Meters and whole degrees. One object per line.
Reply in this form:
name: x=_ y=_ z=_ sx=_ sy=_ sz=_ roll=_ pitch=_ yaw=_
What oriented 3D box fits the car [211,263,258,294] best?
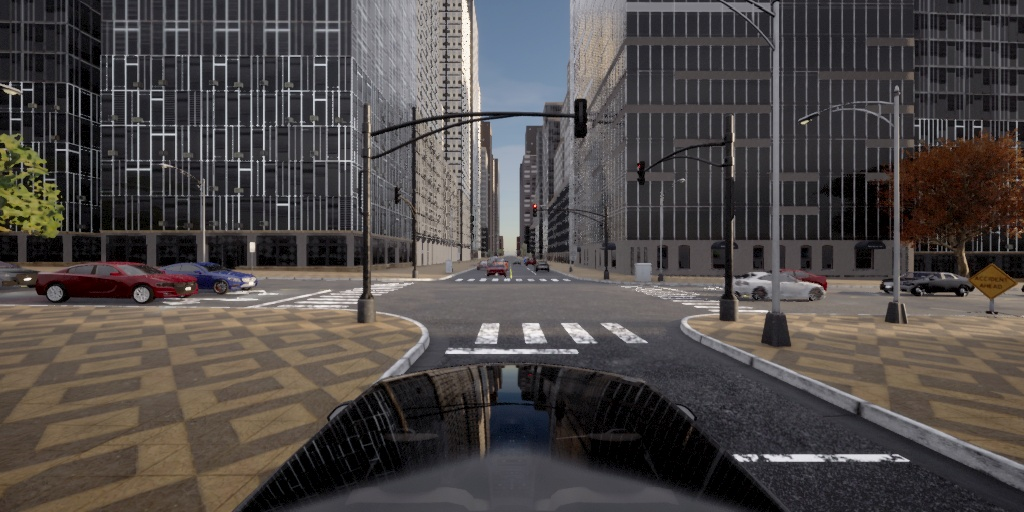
car: x=-14.977 y=1.026 z=17.352 sx=4.674 sy=1.442 sz=1.812 roll=1 pitch=0 yaw=-1

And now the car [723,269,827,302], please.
car: x=13.549 y=1.546 z=18.677 sx=4.674 sy=1.442 sz=1.812 roll=1 pitch=0 yaw=-1

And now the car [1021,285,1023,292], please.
car: x=36.279 y=1.932 z=23.269 sx=4.892 sy=1.490 sz=1.837 roll=1 pitch=0 yaw=-3

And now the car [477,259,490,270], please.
car: x=-4.119 y=1.343 z=52.154 sx=1.802 sy=1.307 sz=4.207 roll=0 pitch=0 yaw=0

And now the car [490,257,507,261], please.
car: x=-1.636 y=1.113 z=50.491 sx=2.097 sy=1.767 sz=4.553 roll=0 pitch=0 yaw=0

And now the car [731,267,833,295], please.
car: x=16.718 y=1.554 z=22.334 sx=5.008 sy=1.535 sz=1.882 roll=1 pitch=0 yaw=-3

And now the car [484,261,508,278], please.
car: x=-1.454 y=1.369 z=34.343 sx=1.895 sy=1.301 sz=4.718 roll=0 pitch=0 yaw=-2

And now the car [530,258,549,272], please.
car: x=3.844 y=1.329 z=46.676 sx=1.948 sy=1.339 sz=4.313 roll=0 pitch=0 yaw=0

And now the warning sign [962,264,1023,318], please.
warning sign: x=17.257 y=1.204 z=12.900 sx=1.060 sy=1.860 sz=1.300 roll=0 pitch=0 yaw=-3

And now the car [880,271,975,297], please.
car: x=26.288 y=1.739 z=22.796 sx=4.902 sy=1.511 sz=2.128 roll=1 pitch=0 yaw=-3

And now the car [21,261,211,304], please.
car: x=-15.288 y=0.973 z=14.080 sx=5.008 sy=1.535 sz=1.882 roll=1 pitch=0 yaw=-2

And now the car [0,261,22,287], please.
car: x=-24.903 y=0.882 z=16.875 sx=4.181 sy=1.385 sz=1.994 roll=1 pitch=0 yaw=-3
